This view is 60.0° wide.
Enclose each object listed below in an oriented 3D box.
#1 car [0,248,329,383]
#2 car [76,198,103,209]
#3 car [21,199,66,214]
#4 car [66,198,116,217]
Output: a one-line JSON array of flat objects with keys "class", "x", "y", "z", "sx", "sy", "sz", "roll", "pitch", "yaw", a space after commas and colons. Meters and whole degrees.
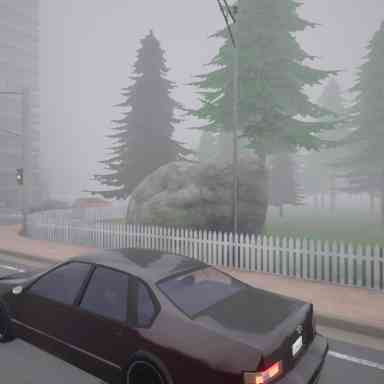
[{"class": "car", "x": -1.015, "y": 1.547, "z": 4.712, "sx": 5.357, "sy": 1.411, "sz": 2.033, "roll": 0, "pitch": 0, "yaw": 35}, {"class": "car", "x": -13.573, "y": 1.545, "z": 44.400, "sx": 1.895, "sy": 1.301, "sz": 4.718, "roll": 0, "pitch": 0, "yaw": 3}, {"class": "car", "x": -15.235, "y": 1.492, "z": 34.907, "sx": 2.033, "sy": 1.411, "sz": 5.357, "roll": 0, "pitch": 0, "yaw": 17}, {"class": "car", "x": -9.066, "y": 1.296, "z": 31.070, "sx": 2.097, "sy": 1.767, "sz": 4.553, "roll": 0, "pitch": 0, "yaw": 21}]
